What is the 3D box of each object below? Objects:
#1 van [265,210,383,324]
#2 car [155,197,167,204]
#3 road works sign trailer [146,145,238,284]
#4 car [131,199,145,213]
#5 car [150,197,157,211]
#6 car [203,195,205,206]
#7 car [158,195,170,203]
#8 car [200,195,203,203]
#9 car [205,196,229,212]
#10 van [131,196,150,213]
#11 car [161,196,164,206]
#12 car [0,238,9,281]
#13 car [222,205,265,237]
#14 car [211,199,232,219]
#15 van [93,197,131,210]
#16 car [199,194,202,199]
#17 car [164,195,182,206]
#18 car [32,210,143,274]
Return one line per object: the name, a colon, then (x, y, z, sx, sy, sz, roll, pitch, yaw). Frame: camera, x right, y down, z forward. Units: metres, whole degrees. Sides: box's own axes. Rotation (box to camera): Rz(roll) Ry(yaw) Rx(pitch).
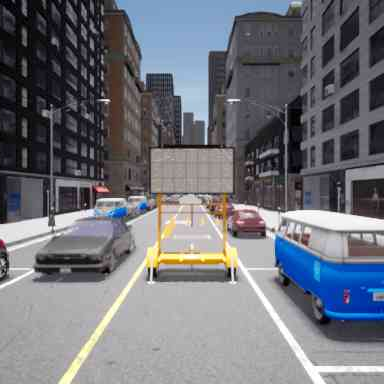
van: (2.856, 1.340, 6.853, 1.690, 1.788, 3.998, 0, 0, 0)
car: (-5.667, 1.585, 61.867, 1.802, 1.307, 4.206, 0, 0, 0)
road works sign trailer: (0.001, 0.463, 9.531, 2.380, 3.560, 2.880, 0, 0, 0)
car: (-5.668, 1.548, 28.859, 2.008, 1.369, 4.403, 0, 0, 0)
car: (-5.667, 1.563, 39.862, 1.947, 1.339, 4.313, 0, 0, 0)
car: (2.858, 1.439, 45.363, 1.967, 1.590, 4.097, 0, 0, 0)
car: (-5.667, 1.445, 67.369, 1.967, 1.590, 4.097, 0, 0, 0)
car: (2.858, 1.552, 56.365, 2.008, 1.369, 4.403, 0, 0, 0)
car: (2.857, 1.312, 34.360, 2.192, 1.841, 5.009, 0, 0, 0)
van: (-5.668, 1.338, 34.360, 1.690, 1.788, 3.998, 0, 0, 0)
car: (-5.667, 1.567, 56.366, 1.947, 1.339, 4.313, 0, 0, 0)
car: (-5.669, 1.439, 6.854, 1.967, 1.590, 4.097, 0, 0, 0)
car: (2.857, 1.579, 17.856, 1.802, 1.307, 4.206, 0, 0, 0)
car: (2.858, 1.579, 28.858, 1.802, 1.307, 4.206, 0, 0, 0)
van: (-5.669, 1.338, 23.359, 1.690, 1.788, 3.998, 0, 0, 0)
car: (2.859, 1.571, 67.368, 1.947, 1.339, 4.313, 0, 0, 0)
car: (-3.081, 1.565, 54.973, 1.994, 1.385, 4.181, 0, 0, 0)
car: (-3.097, 1.546, 10.817, 2.033, 1.411, 5.357, 0, 0, 0)
